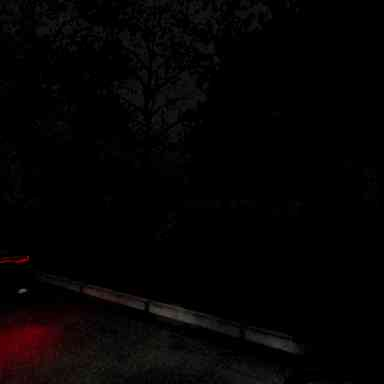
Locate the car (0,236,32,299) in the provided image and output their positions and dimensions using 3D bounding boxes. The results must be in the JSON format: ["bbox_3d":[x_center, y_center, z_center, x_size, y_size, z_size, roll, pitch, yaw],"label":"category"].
[{"bbox_3d":[-5.563,1.488,7.395,5.008,1.535,1.882,0,0,36],"label":"car"}]

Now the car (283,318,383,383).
[{"bbox_3d":[2.622,1.351,1.494,4.553,1.767,2.097,0,0,36],"label":"car"}]
